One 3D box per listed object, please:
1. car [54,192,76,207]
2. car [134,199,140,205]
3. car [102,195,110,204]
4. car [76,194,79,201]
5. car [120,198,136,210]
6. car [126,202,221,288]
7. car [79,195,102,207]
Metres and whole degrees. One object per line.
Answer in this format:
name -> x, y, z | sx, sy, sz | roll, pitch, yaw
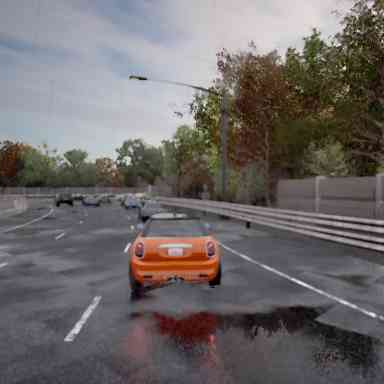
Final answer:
car -> -18.918, 1.051, 48.882 | 2.150, 2.045, 5.566 | 0, 0, -27
car -> -3.095, 1.467, 25.685 | 1.994, 1.385, 4.181 | 0, 0, -13
car -> -15.378, 1.287, 56.646 | 2.128, 1.511, 4.902 | 0, 0, -30
car -> -24.945, 1.228, 70.928 | 1.882, 1.535, 5.008 | 0, 0, -40
car -> -7.441, 1.399, 40.183 | 2.033, 1.411, 5.357 | 0, 0, -20
car -> -0.505, 1.315, 9.351 | 2.097, 1.767, 4.553 | 0, 0, -4
car -> -14.814, 1.391, 48.377 | 1.994, 1.385, 4.181 | 0, 0, -26
